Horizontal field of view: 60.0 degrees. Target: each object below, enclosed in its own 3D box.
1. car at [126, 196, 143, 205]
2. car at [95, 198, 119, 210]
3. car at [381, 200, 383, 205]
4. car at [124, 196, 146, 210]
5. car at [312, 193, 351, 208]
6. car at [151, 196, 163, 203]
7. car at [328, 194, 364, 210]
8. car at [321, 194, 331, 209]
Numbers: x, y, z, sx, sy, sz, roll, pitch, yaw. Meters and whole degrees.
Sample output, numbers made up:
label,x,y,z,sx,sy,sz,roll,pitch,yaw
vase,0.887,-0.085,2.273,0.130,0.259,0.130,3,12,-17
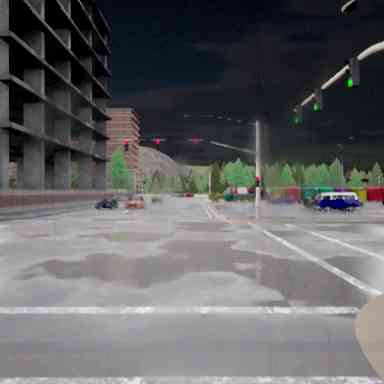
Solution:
label,x,y,z,sx,sy,sz,roll,pitch,yaw
car,-10.451,1.486,60.861,2.033,1.411,5.357,0,0,1
car,-10.626,1.505,41.858,2.033,1.411,5.357,0,0,0
car,37.069,1.358,60.450,3.905,1.438,1.784,0,0,1
car,-7.121,1.310,42.065,2.097,1.767,4.553,0,0,0
car,21.828,1.156,52.213,4.605,1.855,1.932,0,0,1
car,-6.891,1.534,66.128,1.895,1.301,4.718,0,0,1
car,21.800,1.404,46.634,3.806,1.475,1.970,0,0,1
car,21.841,1.369,49.529,3.905,1.438,1.784,0,0,1
